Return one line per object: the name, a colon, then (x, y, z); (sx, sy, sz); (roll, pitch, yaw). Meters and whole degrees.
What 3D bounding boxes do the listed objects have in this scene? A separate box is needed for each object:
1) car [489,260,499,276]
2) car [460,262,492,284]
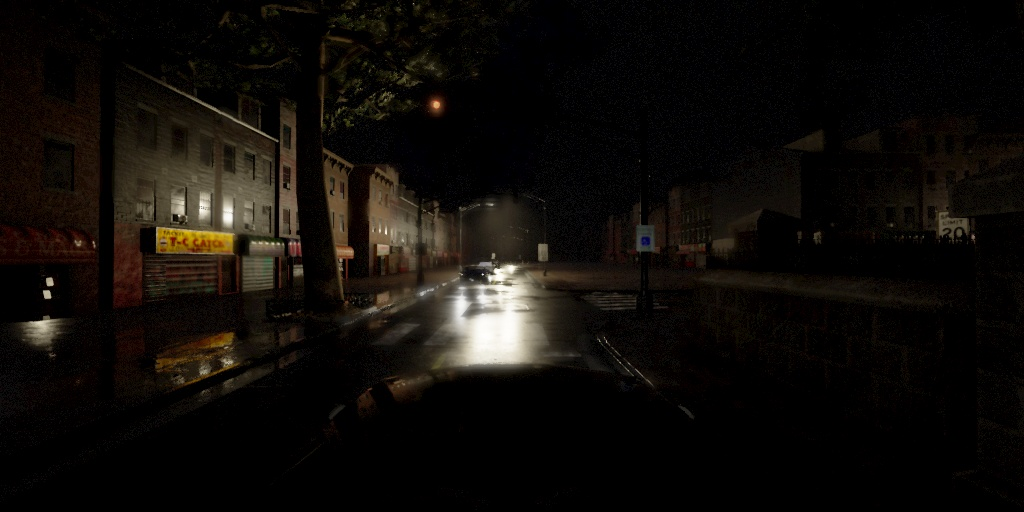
car: (-2.786, 1.318, 37.782); (2.033, 1.411, 5.357); (0, 0, 0)
car: (-2.773, 1.361, 26.882); (1.895, 1.301, 4.718); (0, 0, -1)
